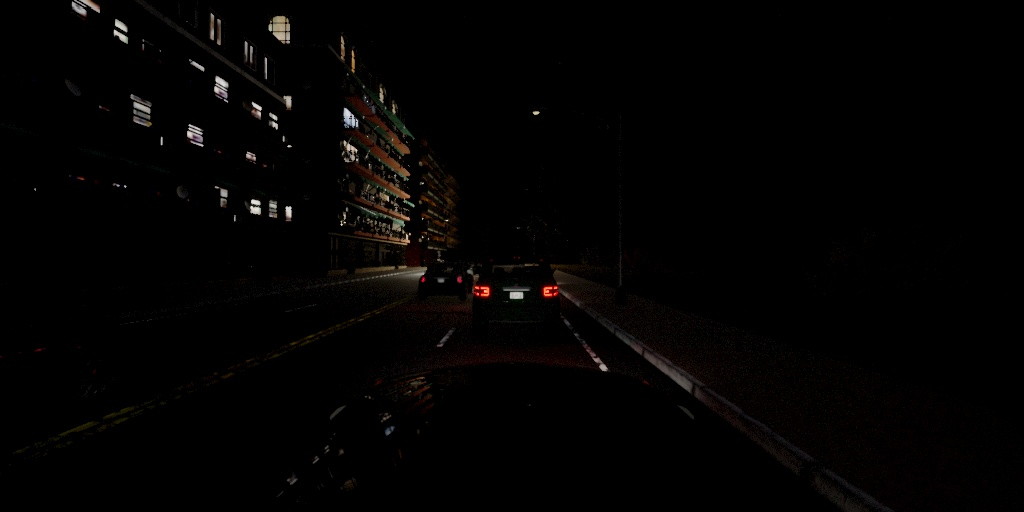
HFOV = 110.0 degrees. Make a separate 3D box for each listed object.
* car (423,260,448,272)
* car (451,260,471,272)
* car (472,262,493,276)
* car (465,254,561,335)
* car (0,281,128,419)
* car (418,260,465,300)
[{"bbox_3d":[-9.738,1.242,46.166,2.128,1.511,4.902,0,0,0],"label":"car"},{"bbox_3d":[-6.489,1.276,45.996,1.812,1.442,4.674,0,0,0],"label":"car"},{"bbox_3d":[-3.063,1.352,38.230,1.895,1.301,4.718,0,0,0],"label":"car"},{"bbox_3d":[0.116,0.973,10.687,2.150,2.045,5.566,0,0,0],"label":"car"},{"bbox_3d":[-6.598,1.102,3.168,2.097,1.767,4.553,0,0,0],"label":"car"},{"bbox_3d":[-3.101,1.103,17.662,2.097,1.767,4.553,0,0,-1],"label":"car"}]
